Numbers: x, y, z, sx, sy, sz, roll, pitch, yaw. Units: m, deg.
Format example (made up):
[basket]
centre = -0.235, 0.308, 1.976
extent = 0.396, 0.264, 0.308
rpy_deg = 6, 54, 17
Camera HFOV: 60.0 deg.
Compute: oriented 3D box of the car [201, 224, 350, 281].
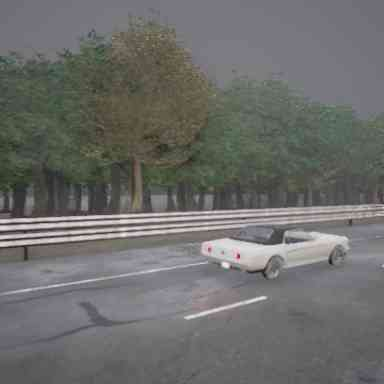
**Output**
[car]
centre = 2.680, 1.619, 9.956
extent = 4.718, 1.301, 1.895
rpy_deg = 0, 0, -35
